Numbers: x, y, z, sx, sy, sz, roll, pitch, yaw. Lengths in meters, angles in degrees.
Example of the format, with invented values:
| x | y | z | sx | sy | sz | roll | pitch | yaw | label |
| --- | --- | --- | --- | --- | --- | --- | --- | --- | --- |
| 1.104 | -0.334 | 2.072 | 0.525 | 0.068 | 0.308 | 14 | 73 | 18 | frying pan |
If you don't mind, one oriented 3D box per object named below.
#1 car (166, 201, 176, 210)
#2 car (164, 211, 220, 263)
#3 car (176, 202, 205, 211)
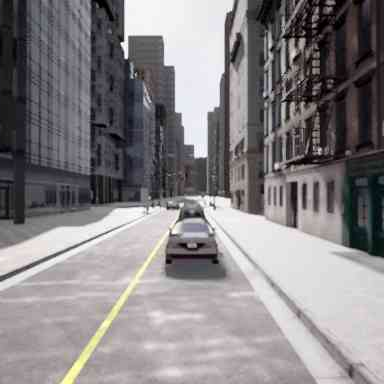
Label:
| x | y | z | sx | sy | sz | roll | pitch | yaw | label |
| --- | --- | --- | --- | --- | --- | --- | --- | --- | --- |
| -3.029 | 2.133 | 52.557 | 1.994 | 1.385 | 4.181 | 0 | -1 | 0 | car |
| 0.005 | 1.680 | 12.521 | 2.033 | 1.411 | 5.357 | 0 | -1 | 0 | car |
| 0.012 | 1.651 | 28.419 | 2.097 | 1.767 | 4.553 | 0 | -1 | 0 | car |
